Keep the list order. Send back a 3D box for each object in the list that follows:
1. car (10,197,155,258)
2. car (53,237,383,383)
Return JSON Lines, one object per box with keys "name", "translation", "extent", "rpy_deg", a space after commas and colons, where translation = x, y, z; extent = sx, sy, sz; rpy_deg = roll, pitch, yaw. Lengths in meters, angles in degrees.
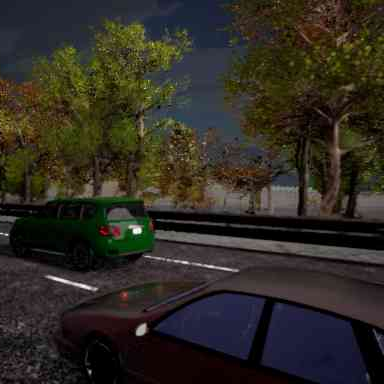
{"name": "car", "translation": [-3.728, 1.184, 10.948], "extent": [5.566, 2.045, 2.150], "rpy_deg": [0, 0, 35]}
{"name": "car", "translation": [0.868, 1.543, 3.372], "extent": [5.357, 1.411, 2.033], "rpy_deg": [0, 0, 35]}
